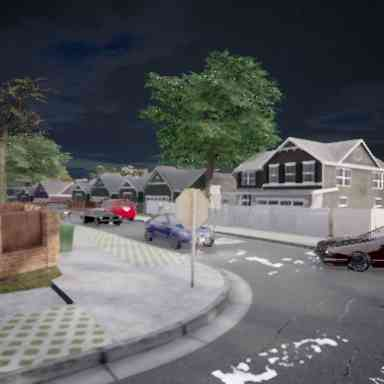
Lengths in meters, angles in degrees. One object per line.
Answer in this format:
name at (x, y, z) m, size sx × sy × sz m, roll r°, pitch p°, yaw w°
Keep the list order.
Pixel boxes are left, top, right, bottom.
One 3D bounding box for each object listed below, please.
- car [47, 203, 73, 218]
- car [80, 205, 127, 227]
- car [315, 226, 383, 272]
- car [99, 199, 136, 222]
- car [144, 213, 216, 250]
car at (-14.275, 1.976, 35.499) m, size 2.128 × 1.511 × 4.902 m, roll 2°, pitch -2°, yaw -38°
car at (-7.049, 1.944, 25.684) m, size 1.895 × 1.301 × 4.718 m, roll 2°, pitch -2°, yaw -35°
car at (6.823, 1.760, 10.590) m, size 5.357 × 1.411 × 2.033 m, roll -1°, pitch -1°, yaw 10°
car at (-7.218, 1.712, 30.960) m, size 2.150 × 2.045 × 5.566 m, roll 2°, pitch -2°, yaw -36°
car at (-0.745, 1.738, 15.707) m, size 1.812 × 1.442 × 4.674 m, roll 2°, pitch -2°, yaw -30°
